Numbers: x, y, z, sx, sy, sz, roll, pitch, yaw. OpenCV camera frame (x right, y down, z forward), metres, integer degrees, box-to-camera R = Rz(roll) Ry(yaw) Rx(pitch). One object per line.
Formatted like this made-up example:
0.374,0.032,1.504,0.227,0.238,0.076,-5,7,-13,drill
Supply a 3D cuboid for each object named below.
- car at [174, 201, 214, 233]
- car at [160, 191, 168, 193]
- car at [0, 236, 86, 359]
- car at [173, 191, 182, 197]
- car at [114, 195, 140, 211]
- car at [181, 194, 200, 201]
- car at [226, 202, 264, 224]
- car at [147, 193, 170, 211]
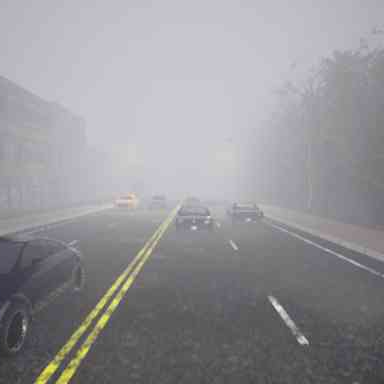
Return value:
0.094,1.377,17.770,1.895,1.301,4.718,0,1,0,car
-6.519,0.455,76.242,1.895,1.301,4.718,0,1,0,car
-3.322,1.491,5.689,1.994,1.385,4.181,0,1,0,car
-3.269,0.455,76.243,1.895,1.301,4.718,0,1,0,car
-6.596,1.046,34.154,1.882,1.535,5.008,0,1,0,car
0.088,0.963,41.932,2.128,1.511,4.902,0,1,0,car
3.345,1.324,21.978,1.895,1.301,4.718,0,1,0,car
-3.345,1.094,34.153,1.812,1.442,4.674,0,1,0,car
